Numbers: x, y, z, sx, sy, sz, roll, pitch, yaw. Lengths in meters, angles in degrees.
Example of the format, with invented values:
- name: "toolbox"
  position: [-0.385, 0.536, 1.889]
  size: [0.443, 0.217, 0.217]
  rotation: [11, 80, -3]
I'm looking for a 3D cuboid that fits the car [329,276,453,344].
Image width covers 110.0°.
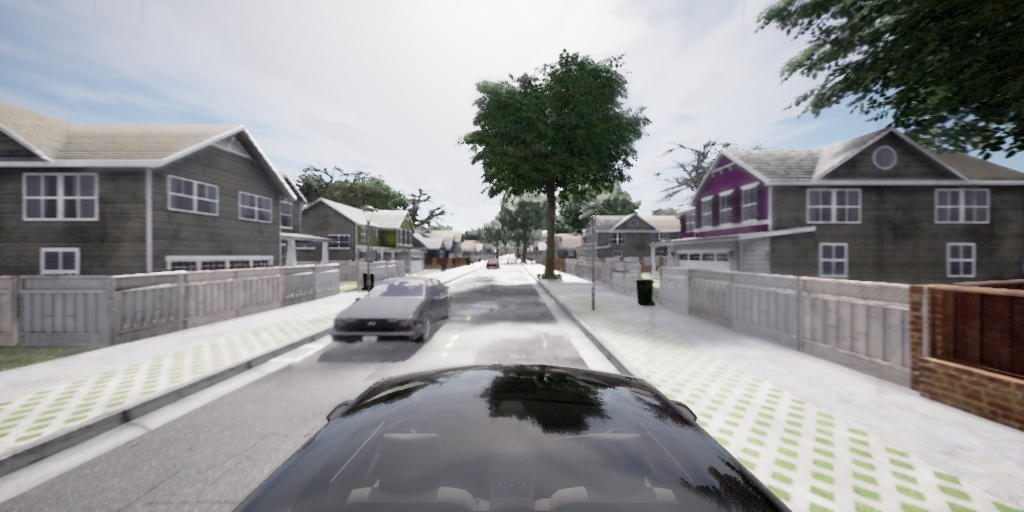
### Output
- name: "car"
  position: [-2.845, 1.280, 9.854]
  size: [2.033, 1.411, 5.357]
  rotation: [0, 0, 0]

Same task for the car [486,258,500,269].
- name: "car"
  position: [-2.815, 1.083, 53.110]
  size: [1.882, 1.535, 5.008]
  rotation: [0, 0, 0]
